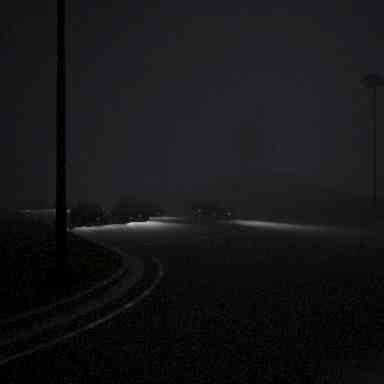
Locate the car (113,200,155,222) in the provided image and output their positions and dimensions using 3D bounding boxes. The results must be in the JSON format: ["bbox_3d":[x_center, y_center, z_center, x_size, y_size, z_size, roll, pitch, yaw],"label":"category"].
[{"bbox_3d":[-4.990,1.619,26.893,1.994,1.385,4.181,0,0,-33],"label":"car"}]

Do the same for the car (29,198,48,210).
[{"bbox_3d":[-20.730,1.609,44.734,1.837,1.490,4.892,0,-1,-33],"label":"car"}]

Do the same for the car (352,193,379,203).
[{"bbox_3d":[35.826,1.325,68.869,2.150,2.045,5.566,0,0,-18],"label":"car"}]

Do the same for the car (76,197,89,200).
[{"bbox_3d":[-17.097,1.620,52.055,1.837,1.490,4.892,0,-1,-33],"label":"car"}]

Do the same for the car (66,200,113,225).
[{"bbox_3d":[-7.702,1.579,24.643,1.812,1.442,4.674,0,0,-33],"label":"car"}]

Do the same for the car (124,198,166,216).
[{"bbox_3d":[-4.514,1.613,32.576,2.033,1.411,5.357,0,0,-33],"label":"car"}]

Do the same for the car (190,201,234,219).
[{"bbox_3d":[1.723,1.546,29.410,2.128,1.511,4.902,0,0,-33],"label":"car"}]

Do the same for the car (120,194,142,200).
[{"bbox_3d":[-7.725,1.311,43.940,2.150,2.045,5.566,0,0,-33],"label":"car"}]

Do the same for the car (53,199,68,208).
[{"bbox_3d":[-18.499,1.707,47.740,1.895,1.301,4.718,0,0,-32],"label":"car"}]
